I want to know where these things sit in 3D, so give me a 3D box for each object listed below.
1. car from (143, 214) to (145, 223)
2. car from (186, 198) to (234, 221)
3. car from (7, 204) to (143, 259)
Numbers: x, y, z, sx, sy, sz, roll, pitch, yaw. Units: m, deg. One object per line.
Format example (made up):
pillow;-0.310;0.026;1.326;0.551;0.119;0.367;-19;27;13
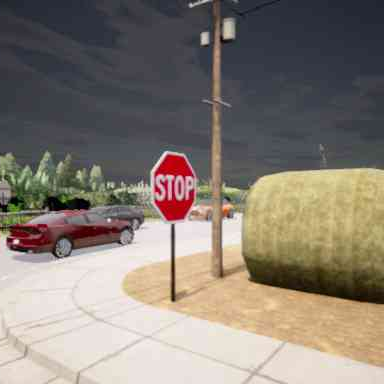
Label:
car;-4.828;1.456;18.602;1.837;1.490;4.892;0;0;38
car;1.400;1.304;26.491;2.097;1.767;4.553;0;0;38
car;-4.305;1.432;12.685;1.882;1.535;5.008;-1;-1;31
